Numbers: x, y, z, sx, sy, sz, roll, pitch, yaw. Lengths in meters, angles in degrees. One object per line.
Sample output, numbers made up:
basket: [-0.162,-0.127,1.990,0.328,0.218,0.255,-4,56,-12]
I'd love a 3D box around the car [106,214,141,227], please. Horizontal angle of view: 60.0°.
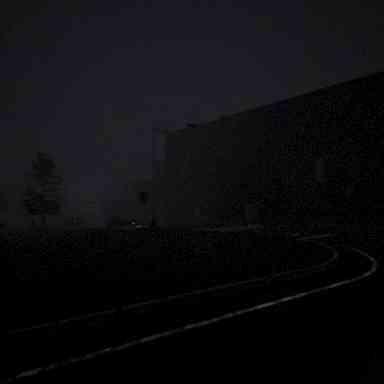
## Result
car: [-7.565,3.087,35.997,2.033,1.411,5.357,0,-5,-37]

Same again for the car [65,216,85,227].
car: [-17.448,4.316,49.468,1.882,1.535,5.008,0,-5,-37]
